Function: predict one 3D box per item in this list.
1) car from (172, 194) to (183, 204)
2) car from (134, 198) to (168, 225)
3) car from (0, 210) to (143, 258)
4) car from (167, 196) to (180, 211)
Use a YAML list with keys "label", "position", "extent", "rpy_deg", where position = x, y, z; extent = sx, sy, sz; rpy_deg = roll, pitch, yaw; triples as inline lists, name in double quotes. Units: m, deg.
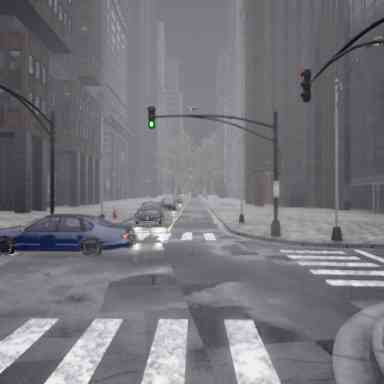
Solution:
- label: "car"
  position: [-2.581, 1.469, 58.879]
  extent: [2.033, 1.411, 5.357]
  rpy_deg: [0, 0, 0]
- label: "car"
  position: [-2.939, 1.468, 23.935]
  extent: [1.837, 1.490, 4.892]
  rpy_deg: [0, 1, -1]
- label: "car"
  position: [-4.730, 1.520, 12.183]
  extent: [5.357, 1.411, 2.033]
  rpy_deg: [0, 0, 0]
- label: "car"
  position: [-2.817, 1.412, 39.402]
  extent: [1.882, 1.535, 5.008]
  rpy_deg: [0, 0, 0]
